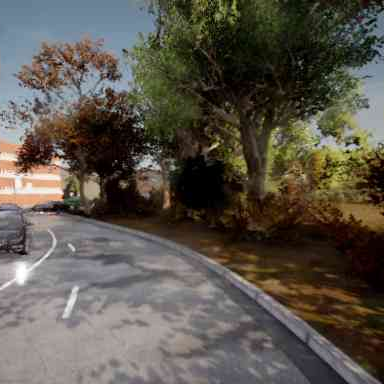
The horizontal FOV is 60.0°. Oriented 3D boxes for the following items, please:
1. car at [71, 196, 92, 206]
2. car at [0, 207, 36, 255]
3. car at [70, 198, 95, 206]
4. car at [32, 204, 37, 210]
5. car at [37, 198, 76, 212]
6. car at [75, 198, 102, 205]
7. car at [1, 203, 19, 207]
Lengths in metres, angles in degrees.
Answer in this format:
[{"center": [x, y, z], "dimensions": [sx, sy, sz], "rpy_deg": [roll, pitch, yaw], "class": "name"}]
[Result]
[{"center": [-23.115, 1.799, 66.271], "dimensions": [5.566, 2.045, 2.435], "rpy_deg": [-1, 0, 7], "class": "car"}, {"center": [-7.425, 1.576, 13.189], "dimensions": [1.837, 1.490, 4.892], "rpy_deg": [0, 0, -22], "class": "car"}, {"center": [-22.719, 2.100, 69.067], "dimensions": [4.674, 1.452, 2.002], "rpy_deg": [-1, 0, 7], "class": "car"}, {"center": [-21.017, 1.963, 47.696], "dimensions": [1.812, 1.442, 4.674], "rpy_deg": [-1, -1, 6], "class": "car"}, {"center": [-18.326, 1.946, 45.278], "dimensions": [2.033, 1.411, 5.357], "rpy_deg": [-1, 0, 6], "class": "car"}, {"center": [-22.353, 2.069, 71.871], "dimensions": [5.008, 1.535, 2.097], "rpy_deg": [-1, 0, 7], "class": "car"}, {"center": [-16.616, 1.776, 30.361], "dimensions": [1.812, 1.442, 4.674], "rpy_deg": [-1, -1, -29], "class": "car"}]
